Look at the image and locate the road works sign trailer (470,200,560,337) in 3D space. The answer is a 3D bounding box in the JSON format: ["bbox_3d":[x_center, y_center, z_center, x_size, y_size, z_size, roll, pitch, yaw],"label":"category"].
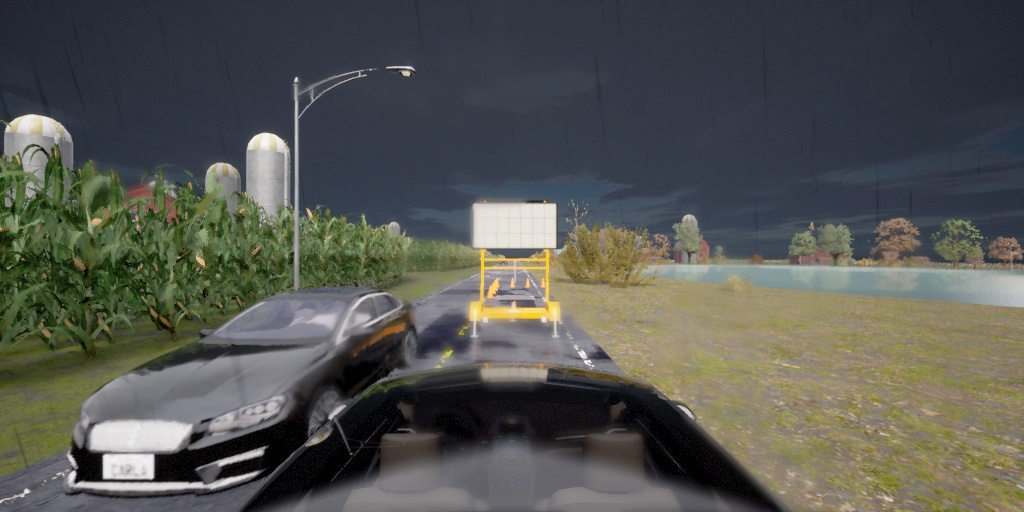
[{"bbox_3d":[0.084,0.217,10.232,2.380,3.560,2.880,0,0,1],"label":"road works sign trailer"}]

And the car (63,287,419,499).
[{"bbox_3d":[-2.712,1.242,5.010,2.128,1.511,4.902,0,0,0],"label":"car"}]
